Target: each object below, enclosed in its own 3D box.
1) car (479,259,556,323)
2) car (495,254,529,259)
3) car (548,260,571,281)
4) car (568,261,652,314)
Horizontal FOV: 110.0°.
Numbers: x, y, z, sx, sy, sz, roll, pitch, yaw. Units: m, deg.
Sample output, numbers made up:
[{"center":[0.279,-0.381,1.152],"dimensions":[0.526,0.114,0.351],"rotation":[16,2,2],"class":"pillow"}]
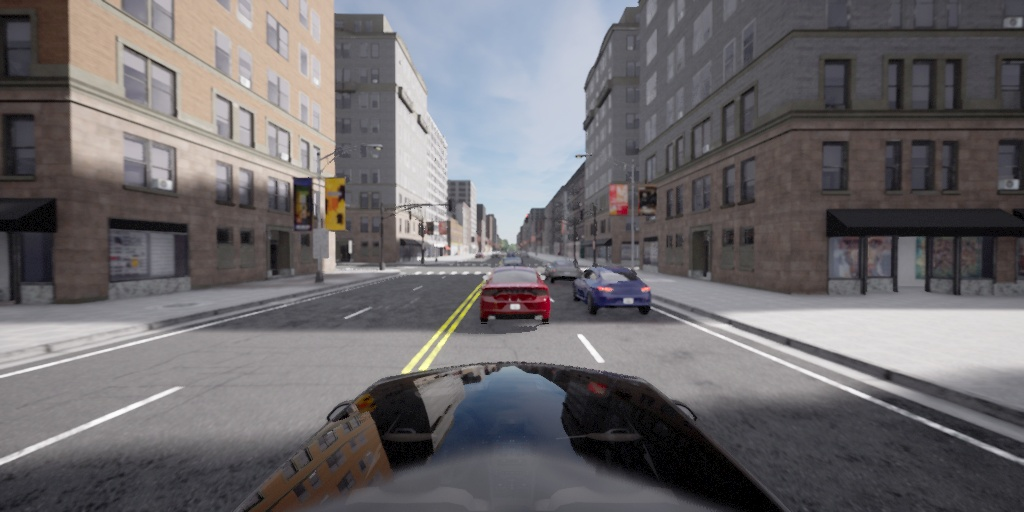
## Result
[{"center":[0.072,1.047,11.288],"dimensions":[1.882,1.535,5.008],"rotation":[0,1,0],"class":"car"},{"center":[0.037,0.845,23.502],"dimensions":[1.837,1.490,4.892],"rotation":[0,1,0],"class":"car"},{"center":[3.188,0.918,22.764],"dimensions":[1.994,1.385,4.181],"rotation":[0,1,0],"class":"car"},{"center":[3.311,1.071,12.501],"dimensions":[1.812,1.442,4.674],"rotation":[0,1,0],"class":"car"}]
